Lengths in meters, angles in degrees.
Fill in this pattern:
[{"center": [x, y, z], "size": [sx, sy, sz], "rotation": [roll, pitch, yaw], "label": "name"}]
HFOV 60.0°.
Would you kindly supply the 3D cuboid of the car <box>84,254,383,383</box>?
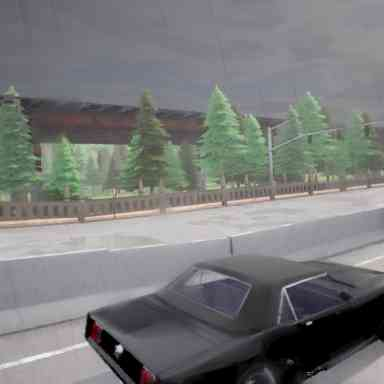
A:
[{"center": [1.147, 1.568, 4.572], "size": [4.718, 1.301, 1.895], "rotation": [-1, 1, -36], "label": "car"}]
